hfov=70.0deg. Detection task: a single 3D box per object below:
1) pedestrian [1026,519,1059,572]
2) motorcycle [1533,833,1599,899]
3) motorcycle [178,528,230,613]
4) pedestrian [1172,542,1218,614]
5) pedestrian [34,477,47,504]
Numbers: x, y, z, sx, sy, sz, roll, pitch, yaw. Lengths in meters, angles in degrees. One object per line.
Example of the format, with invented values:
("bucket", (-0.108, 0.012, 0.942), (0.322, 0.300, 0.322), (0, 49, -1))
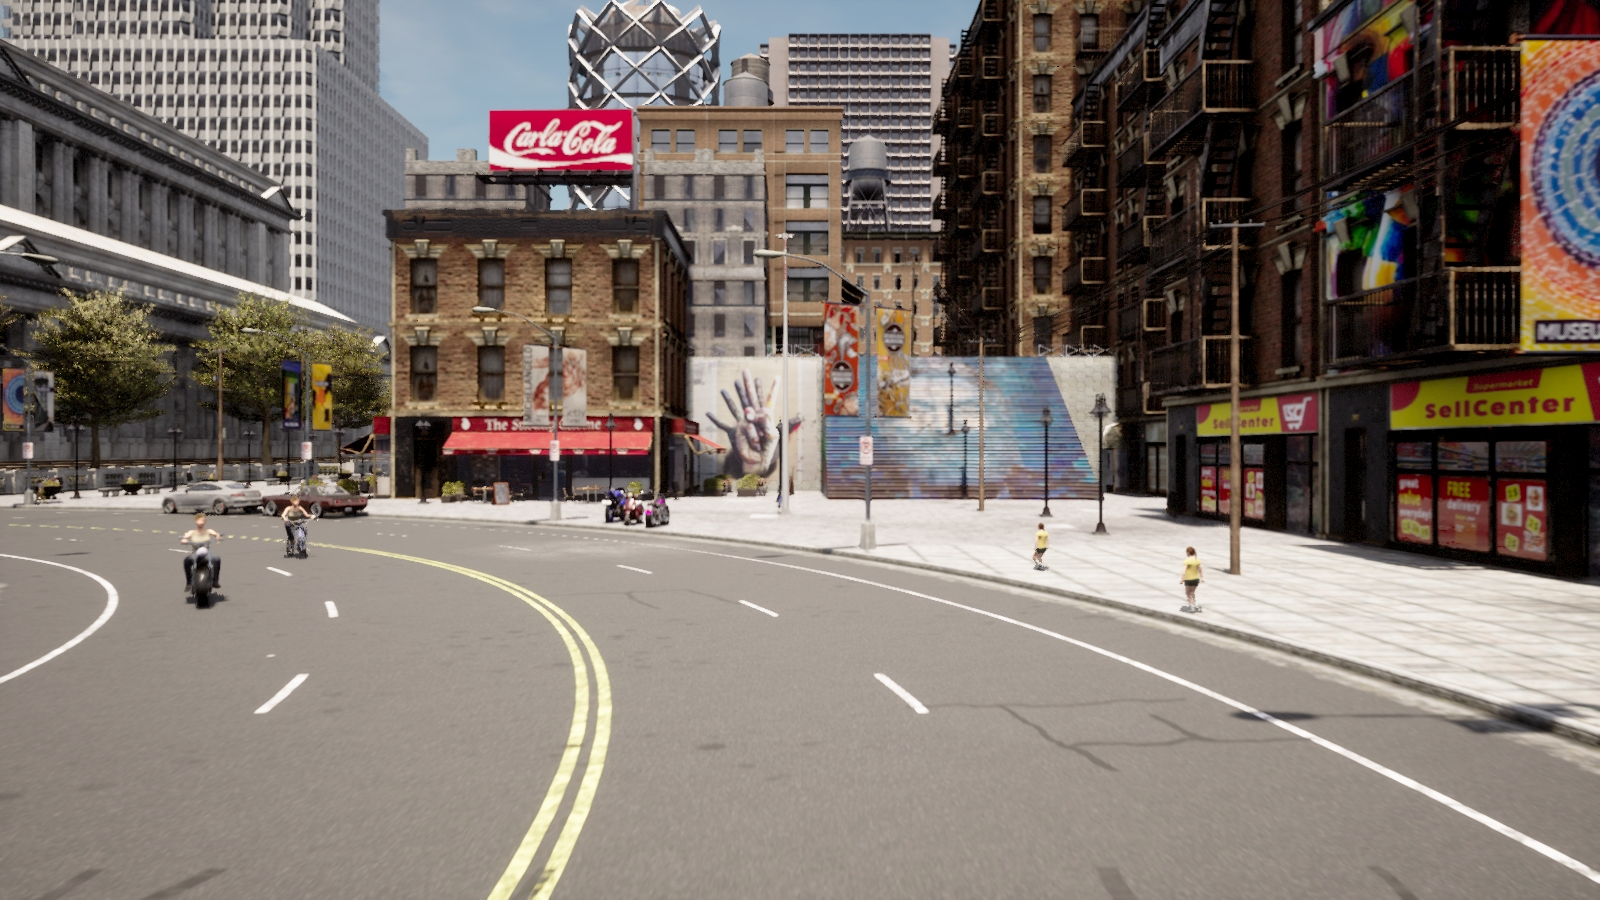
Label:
("pedestrian", (5.308, 2.076, 25.008), (0.500, 1.100, 0.500), (0, 0, -21))
("motorcycle", (3.440, 2.182, 3.765), (0.856, 1.236, 1.805), (0, 0, -2))
("motorcycle", (-10.936, 2.170, 20.928), (0.764, 1.277, 2.356), (-1, 1, -29))
("pedestrian", (6.422, 2.076, 18.590), (0.500, 1.100, 0.500), (0, 0, -19))
("pedestrian", (-37.221, 1.976, 55.996), (0.375, 1.300, 0.375), (0, 0, 3))
